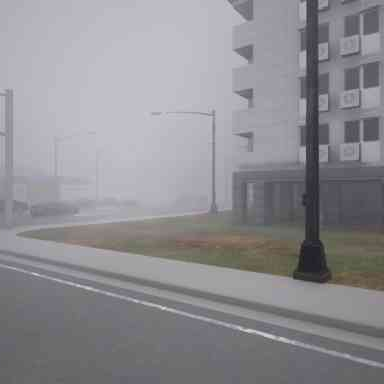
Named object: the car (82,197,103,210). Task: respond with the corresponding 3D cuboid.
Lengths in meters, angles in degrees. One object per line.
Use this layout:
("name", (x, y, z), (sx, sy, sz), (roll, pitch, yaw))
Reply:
("car", (-14.045, 1.491, 41.572), (2.128, 1.511, 4.902), (0, 0, 30))

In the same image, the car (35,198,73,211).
("car", (-17.560, 1.564, 42.491), (1.994, 1.385, 4.181), (0, 0, 31))

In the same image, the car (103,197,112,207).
("car", (-13.337, 1.478, 51.662), (1.882, 1.535, 5.008), (0, 0, 16))

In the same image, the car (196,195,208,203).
("car", (2.049, 1.353, 69.977), (2.097, 1.767, 4.553), (0, 0, -8))

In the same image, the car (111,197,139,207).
("car", (-9.911, 1.601, 50.860), (1.895, 1.301, 4.718), (0, 0, 16))

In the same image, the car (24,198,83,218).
("car", (-12.639, 1.564, 30.654), (1.994, 1.385, 4.181), (0, 0, 36))

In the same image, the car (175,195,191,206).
("car", (-1.467, 1.352, 56.197), (2.097, 1.767, 4.553), (0, 0, 9))

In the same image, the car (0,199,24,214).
("car", (-19.348, 1.478, 33.714), (1.882, 1.535, 5.008), (0, 0, 36))
